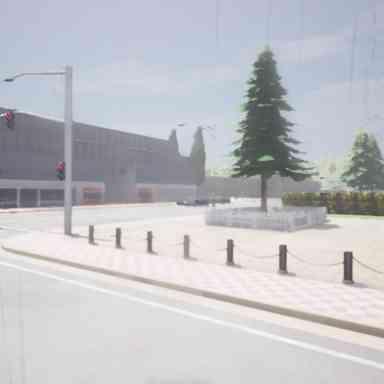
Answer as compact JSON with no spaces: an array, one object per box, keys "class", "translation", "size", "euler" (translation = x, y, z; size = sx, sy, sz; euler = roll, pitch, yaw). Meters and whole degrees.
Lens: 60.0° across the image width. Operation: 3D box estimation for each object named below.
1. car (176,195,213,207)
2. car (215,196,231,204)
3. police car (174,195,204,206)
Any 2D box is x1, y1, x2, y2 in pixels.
[{"class":"car","translation":[0.562,1.275,45.579],"size":[2.128,1.511,4.902],"euler":[1,0,36]},{"class":"car","translation":[4.978,1.318,57.594],"size":[1.994,1.385,4.181],"euler":[1,0,36]},{"class":"police car","translation":[-0.394,1.259,50.098],"size":[2.038,1.542,4.974],"euler":[1,0,36]}]
